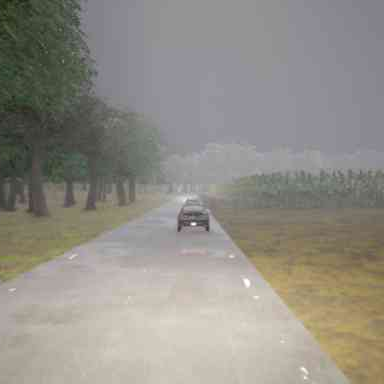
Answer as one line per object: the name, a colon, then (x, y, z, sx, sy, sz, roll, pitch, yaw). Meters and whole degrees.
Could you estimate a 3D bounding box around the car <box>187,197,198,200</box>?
car: (0.073, 1.400, 42.813, 2.128, 1.511, 4.902, 0, 0, 0)

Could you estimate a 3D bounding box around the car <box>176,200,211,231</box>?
car: (0.086, 1.482, 20.455, 1.837, 1.490, 4.892, 0, 0, 0)
